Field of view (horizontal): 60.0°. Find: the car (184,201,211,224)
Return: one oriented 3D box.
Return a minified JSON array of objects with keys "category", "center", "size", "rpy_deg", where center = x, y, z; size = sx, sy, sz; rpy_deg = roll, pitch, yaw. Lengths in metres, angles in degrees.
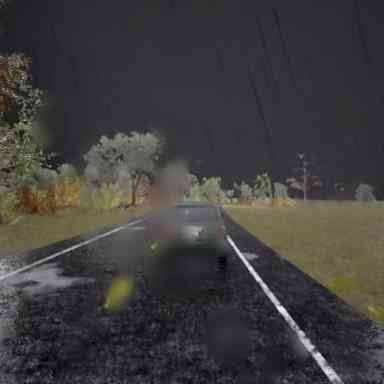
[{"category":"car","center":[0.515,1.683,28.310],"size":[2.097,1.767,4.553],"rpy_deg":[0,-1,3]}]

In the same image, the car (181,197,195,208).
[{"category":"car","center":[-0.744,2.095,66.570],"size":[2.150,2.045,5.566],"rpy_deg":[0,-1,5]}]

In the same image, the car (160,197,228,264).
[{"category":"car","center":[0.100,1.369,12.535],"size":[2.150,2.045,5.566],"rpy_deg":[0,0,1]}]
